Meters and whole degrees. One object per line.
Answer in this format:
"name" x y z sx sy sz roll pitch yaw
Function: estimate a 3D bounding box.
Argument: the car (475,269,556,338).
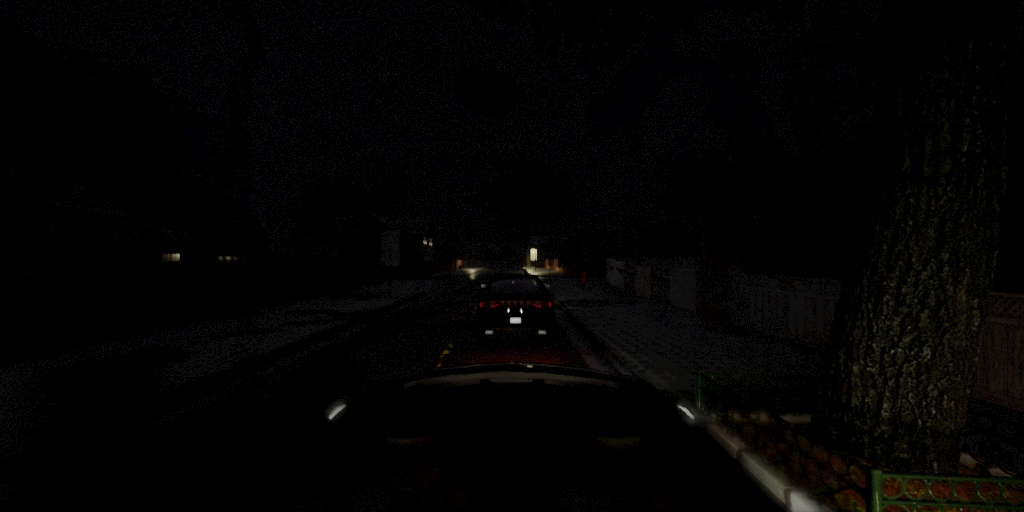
"car" 0.094 1.234 10.220 1.882 1.535 5.008 0 0 0
